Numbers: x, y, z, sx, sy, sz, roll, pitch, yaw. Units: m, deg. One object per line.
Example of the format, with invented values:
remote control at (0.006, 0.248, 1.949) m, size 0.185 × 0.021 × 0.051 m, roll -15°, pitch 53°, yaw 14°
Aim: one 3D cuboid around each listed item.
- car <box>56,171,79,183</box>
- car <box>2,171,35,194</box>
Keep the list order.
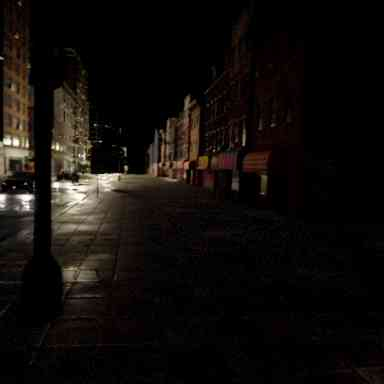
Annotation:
car at (-14.885, -1.859, 39.899) m, size 1.895 × 1.301 × 4.718 m, roll 2°, pitch 4°, yaw -10°
car at (-11.997, -0.747, 23.927) m, size 1.812 × 1.442 × 4.674 m, roll 1°, pitch 4°, yaw -11°
